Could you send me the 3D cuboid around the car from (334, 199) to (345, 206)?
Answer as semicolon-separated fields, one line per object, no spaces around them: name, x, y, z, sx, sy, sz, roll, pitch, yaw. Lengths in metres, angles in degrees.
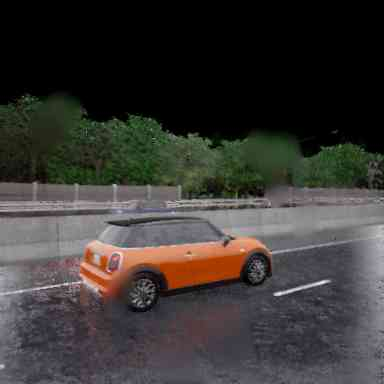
car;20.966;1.617;44.742;4.181;1.385;1.994;0;0;-35

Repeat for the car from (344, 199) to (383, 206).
car;18.264;1.544;34.221;4.902;1.511;2.128;0;0;-35

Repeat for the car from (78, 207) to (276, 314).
car;-0.192;1.368;7.909;4.553;1.767;2.097;0;0;-36

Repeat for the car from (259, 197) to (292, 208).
car;10.424;1.407;41.524;4.553;1.767;2.097;0;0;-35

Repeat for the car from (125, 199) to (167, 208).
car;-3.617;1.388;22.909;4.553;1.767;2.097;0;0;-36
